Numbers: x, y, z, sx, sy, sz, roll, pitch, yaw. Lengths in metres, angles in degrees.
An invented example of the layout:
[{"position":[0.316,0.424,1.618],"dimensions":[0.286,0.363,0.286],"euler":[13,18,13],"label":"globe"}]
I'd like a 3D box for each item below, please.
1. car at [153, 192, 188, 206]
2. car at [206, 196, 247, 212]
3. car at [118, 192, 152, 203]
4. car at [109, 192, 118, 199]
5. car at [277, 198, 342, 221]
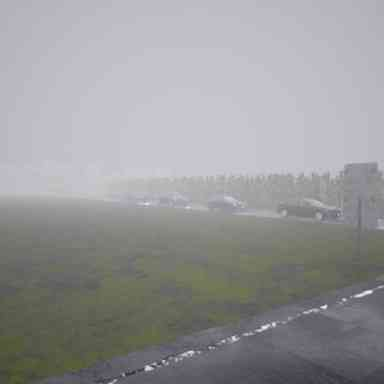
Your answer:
[{"position":[-2.407,0.774,40.286],"dimensions":[2.097,1.767,4.553],"euler":[1,1,-36],"label":"car"},{"position":[3.283,1.120,32.379],"dimensions":[1.812,1.442,4.674],"euler":[1,1,-36],"label":"car"},{"position":[-8.385,0.791,48.640],"dimensions":[2.033,1.411,5.357],"euler":[1,1,-35],"label":"car"},{"position":[-13.632,0.612,60.742],"dimensions":[1.994,1.385,4.181],"euler":[1,1,-36],"label":"car"},{"position":[8.647,1.235,24.849],"dimensions":[1.882,1.535,5.008],"euler":[1,1,-34],"label":"car"}]
